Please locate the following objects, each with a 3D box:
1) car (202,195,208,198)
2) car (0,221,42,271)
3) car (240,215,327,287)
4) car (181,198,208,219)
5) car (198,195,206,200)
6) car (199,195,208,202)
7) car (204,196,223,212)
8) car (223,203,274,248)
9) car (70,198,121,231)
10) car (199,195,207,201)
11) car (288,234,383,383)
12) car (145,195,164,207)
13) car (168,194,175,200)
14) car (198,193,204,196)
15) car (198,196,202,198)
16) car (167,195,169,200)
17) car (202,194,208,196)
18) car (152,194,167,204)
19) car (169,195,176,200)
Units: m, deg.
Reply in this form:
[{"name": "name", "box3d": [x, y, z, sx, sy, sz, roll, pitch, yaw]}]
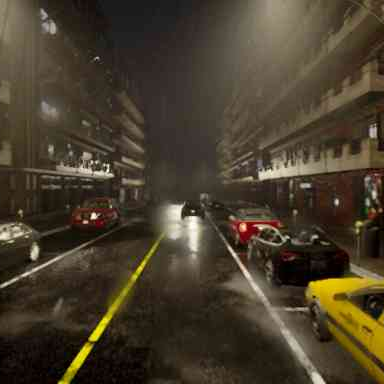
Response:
[{"name": "car", "box3d": [2.664, 1.481, 42.698, 2.008, 1.369, 4.403, -1, 0, 0]}, {"name": "car", "box3d": [-5.704, 1.536, 9.111, 2.008, 1.369, 4.403, -1, 0, 0]}, {"name": "car", "box3d": [2.677, 1.550, 9.085, 1.947, 1.339, 4.313, -1, 0, 0]}, {"name": "car", "box3d": [0.090, 1.517, 28.759, 1.994, 1.385, 4.181, 0, 0, 0]}, {"name": "car", "box3d": [2.648, 1.430, 87.513, 1.947, 1.339, 4.313, -1, 0, 0]}, {"name": "car", "box3d": [2.652, 1.430, 76.309, 2.008, 1.369, 4.403, -1, 0, 0]}, {"name": "car", "box3d": [2.666, 1.505, 37.095, 1.947, 1.339, 4.313, -1, 0, 0]}, {"name": "car", "box3d": [2.673, 1.415, 14.687, 1.967, 1.590, 4.097, -1, 0, 0]}, {"name": "car", "box3d": [-5.711, 1.282, 20.315, 2.192, 1.841, 5.009, -1, 0, 0]}, {"name": "car", "box3d": [2.650, 1.416, 81.911, 1.887, 1.381, 4.507, -1, 0, 0]}, {"name": "car", "box3d": [2.678, 1.519, 3.653, 1.752, 1.417, 4.829, -1, 0, 0]}, {"name": "car", "box3d": [-5.718, 1.473, 48.325, 2.008, 1.369, 4.403, -1, 0, 0]}, {"name": "car", "box3d": [-5.735, 1.401, 93.141, 1.887, 1.381, 4.507, -1, 0, 0]}, {"name": "car", "box3d": [2.657, 1.345, 59.504, 1.967, 1.590, 4.097, -1, 0, 0]}, {"name": "car", "box3d": [0.084, 1.527, 45.465, 1.895, 1.301, 4.718, 0, 0, 0]}, {"name": "car", "box3d": [-5.721, 1.487, 59.529, 1.802, 1.307, 4.206, -1, 0, 0]}, {"name": "car", "box3d": [2.662, 1.447, 48.470, 1.752, 1.417, 4.829, -1, 0, 0]}, {"name": "car", "box3d": [-5.723, 1.228, 53.927, 2.192, 1.841, 5.009, -1, 0, 0]}, {"name": "car", "box3d": [-5.733, 1.430, 87.539, 1.947, 1.339, 4.313, -1, 0, 0]}]
